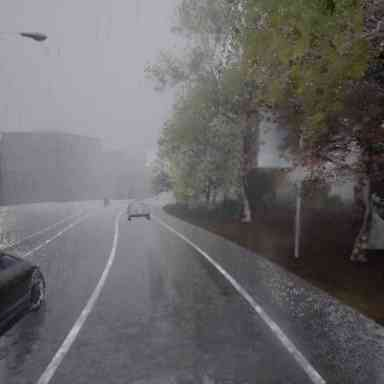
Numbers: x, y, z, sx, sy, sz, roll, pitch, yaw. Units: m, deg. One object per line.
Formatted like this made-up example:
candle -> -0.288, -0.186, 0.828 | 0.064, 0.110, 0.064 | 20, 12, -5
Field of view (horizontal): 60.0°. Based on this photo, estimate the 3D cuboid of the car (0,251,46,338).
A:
car -> -3.781, 1.613, 4.947 | 1.994, 1.385, 4.181 | -1, 0, -5

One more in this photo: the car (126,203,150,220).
car -> -4.687, 1.624, 28.980 | 2.033, 1.411, 5.357 | -1, 0, -11
